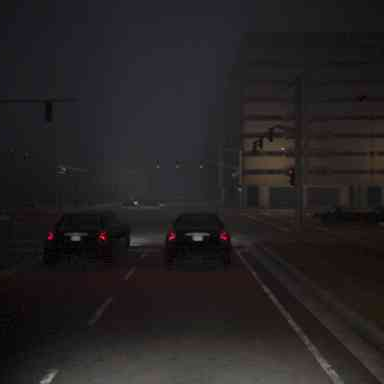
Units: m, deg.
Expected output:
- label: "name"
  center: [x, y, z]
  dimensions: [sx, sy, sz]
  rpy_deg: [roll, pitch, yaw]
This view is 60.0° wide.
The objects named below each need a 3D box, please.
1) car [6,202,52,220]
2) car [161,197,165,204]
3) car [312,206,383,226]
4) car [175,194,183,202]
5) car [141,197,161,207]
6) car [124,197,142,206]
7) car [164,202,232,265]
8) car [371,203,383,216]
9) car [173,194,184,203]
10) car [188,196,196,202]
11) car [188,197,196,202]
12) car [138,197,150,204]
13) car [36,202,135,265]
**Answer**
- label: "car"
  center: [-14.551, 1.637, 30.216]
  dimensions: [5.008, 1.535, 1.882]
  rpy_deg: [0, -1, 21]
- label: "car"
  center: [-7.005, 1.912, 73.398]
  dimensions: [2.128, 1.511, 4.902]
  rpy_deg: [0, 0, 0]
- label: "car"
  center: [11.427, 1.730, 24.318]
  dimensions: [4.718, 1.301, 1.895]
  rpy_deg: [0, 0, 1]
- label: "car"
  center: [-3.507, 1.611, 90.848]
  dimensions: [2.150, 2.045, 5.566]
  rpy_deg: [0, 0, 0]
- label: "car"
  center: [-7.054, 1.869, 57.863]
  dimensions: [1.994, 1.385, 4.181]
  rpy_deg: [0, 0, 1]
- label: "car"
  center: [-10.552, 1.851, 57.674]
  dimensions: [2.033, 1.411, 5.357]
  rpy_deg: [0, 0, 1]
- label: "car"
  center: [0.283, 1.417, 12.096]
  dimensions: [2.097, 1.767, 4.553]
  rpy_deg: [0, 0, 3]
- label: "car"
  center: [21.605, 1.785, 34.826]
  dimensions: [4.718, 1.301, 1.895]
  rpy_deg: [0, 0, -1]
- label: "car"
  center: [-3.506, 1.952, 81.136]
  dimensions: [2.128, 1.511, 4.902]
  rpy_deg: [0, 0, 0]
- label: "car"
  center: [-0.007, 1.938, 90.815]
  dimensions: [1.994, 1.385, 4.181]
  rpy_deg: [0, 0, 0]
- label: "car"
  center: [-0.006, 1.987, 82.516]
  dimensions: [1.994, 1.385, 4.181]
  rpy_deg: [0, 0, 0]
- label: "car"
  center: [-10.505, 1.864, 73.219]
  dimensions: [1.882, 1.535, 5.008]
  rpy_deg: [0, 0, 0]
- label: "car"
  center: [-3.546, 1.417, 12.100]
  dimensions: [2.097, 1.767, 4.553]
  rpy_deg: [0, 0, -2]
